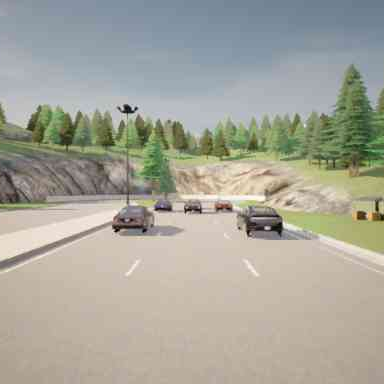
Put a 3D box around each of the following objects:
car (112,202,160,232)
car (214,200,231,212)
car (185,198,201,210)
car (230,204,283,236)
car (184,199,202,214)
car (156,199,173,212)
[{"bbox_3d":[-3.396,1.547,19.938,2.033,1.411,5.357,0,0,0],"label":"car"},{"bbox_3d":[3.616,1.601,39.127,1.895,1.301,4.718,0,0,0],"label":"car"},{"bbox_3d":[0.201,1.564,44.583,1.994,1.385,4.181,0,0,2],"label":"car"},{"bbox_3d":[3.604,1.491,18.278,2.128,1.511,4.902,0,0,0],"label":"car"},{"bbox_3d":[0.107,1.601,35.821,1.895,1.301,4.718,0,0,0],"label":"car"},{"bbox_3d":[-3.371,1.564,39.699,1.994,1.385,4.181,0,0,0],"label":"car"}]
